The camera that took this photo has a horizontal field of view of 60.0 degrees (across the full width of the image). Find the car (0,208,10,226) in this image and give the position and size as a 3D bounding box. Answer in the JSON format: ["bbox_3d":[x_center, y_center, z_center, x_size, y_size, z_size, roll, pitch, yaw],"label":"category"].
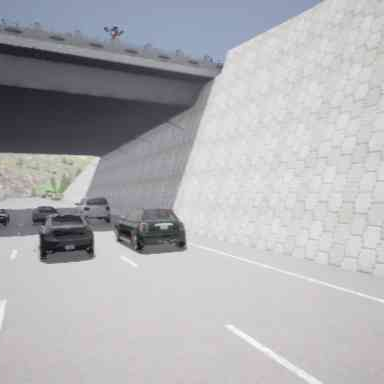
[{"bbox_3d":[-14.868,1.875,25.137,1.895,1.301,4.718,0,0,-26],"label":"car"}]

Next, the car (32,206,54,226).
[{"bbox_3d":[-11.852,1.819,26.944,1.994,1.385,4.181,0,0,-26],"label":"car"}]

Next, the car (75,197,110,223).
[{"bbox_3d":[-8.301,1.449,27.629,2.150,2.045,5.566,0,0,-26],"label":"car"}]

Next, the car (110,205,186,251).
[{"bbox_3d":[-2.028,1.449,14.950,2.097,1.767,4.553,0,0,-26],"label":"car"}]

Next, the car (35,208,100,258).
[{"bbox_3d":[-5.200,1.627,13.470,1.837,1.490,4.892,0,0,-26],"label":"car"}]
